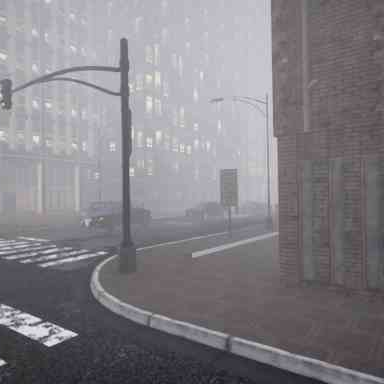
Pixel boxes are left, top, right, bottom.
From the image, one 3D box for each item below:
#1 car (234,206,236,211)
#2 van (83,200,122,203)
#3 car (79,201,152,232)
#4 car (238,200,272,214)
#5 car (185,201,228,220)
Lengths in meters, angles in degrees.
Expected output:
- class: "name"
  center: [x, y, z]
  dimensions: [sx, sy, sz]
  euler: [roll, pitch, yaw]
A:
- class: "car"
  center: [6.865, 1.687, 41.370]
  dimensions: [1.752, 1.417, 4.829]
  euler: [-2, -1, 36]
- class: "van"
  center: [-5.974, 1.459, 23.464]
  dimensions: [1.690, 1.788, 3.998]
  euler: [-2, -1, 36]
- class: "car"
  center: [-4.598, 1.556, 20.949]
  dimensions: [2.128, 1.511, 4.902]
  euler: [-1, -1, 34]
- class: "car"
  center: [7.283, 1.706, 37.485]
  dimensions: [1.895, 1.301, 4.718]
  euler: [-1, -1, 36]
- class: "car"
  center: [1.329, 1.562, 29.197]
  dimensions: [1.882, 1.535, 5.008]
  euler: [-1, -1, 36]
